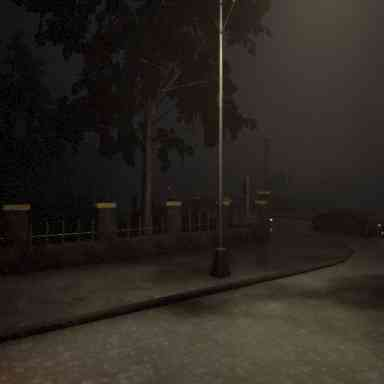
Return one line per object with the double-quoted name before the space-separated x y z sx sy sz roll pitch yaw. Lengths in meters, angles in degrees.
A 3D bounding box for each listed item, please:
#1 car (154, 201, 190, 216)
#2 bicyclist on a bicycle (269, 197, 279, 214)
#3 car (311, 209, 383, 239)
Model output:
"car" -1.960 1.563 32.021 1.994 1.385 4.181 0 0 -35
"bicyclist on a bicycle" 7.994 1.349 32.513 1.656 1.620 0.582 0 0 -36
"car" 8.339 1.564 17.303 1.994 1.385 4.181 0 0 -31
